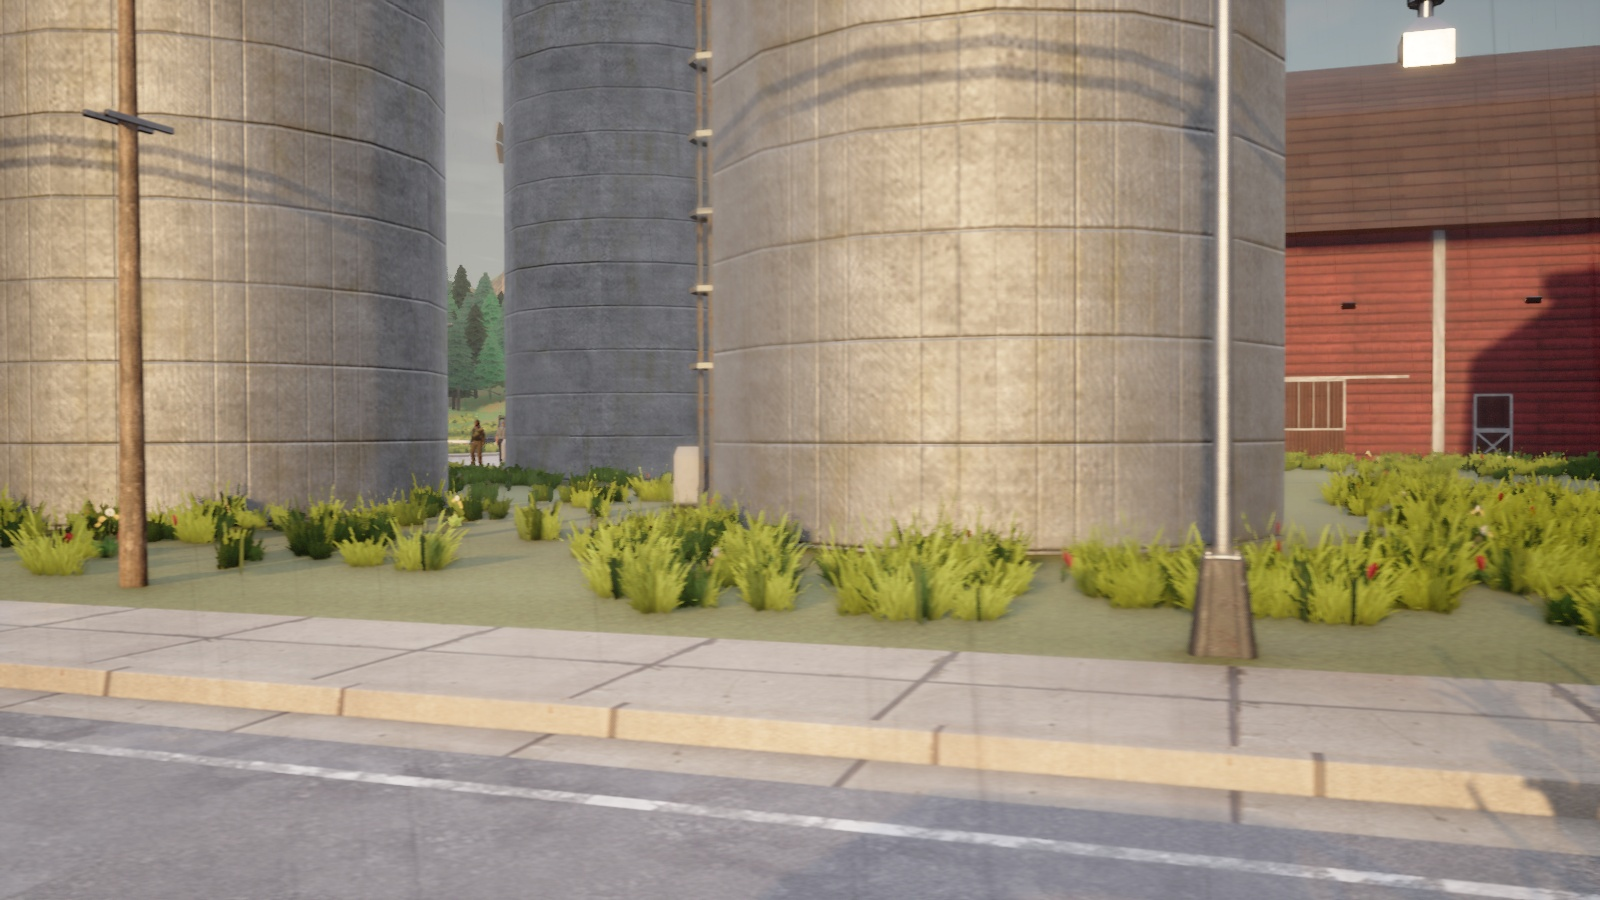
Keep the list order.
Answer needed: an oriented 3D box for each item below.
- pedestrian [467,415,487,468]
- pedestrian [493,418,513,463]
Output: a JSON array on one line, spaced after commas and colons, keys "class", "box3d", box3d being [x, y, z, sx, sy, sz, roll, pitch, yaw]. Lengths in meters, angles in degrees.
[{"class": "pedestrian", "box3d": [-11.991, -0.312, 46.625, 0.395, 1.930, 0.692, 0, 1, 15]}, {"class": "pedestrian", "box3d": [-12.160, -0.390, 51.497, 0.540, 1.848, 0.694, 0, 1, 14]}]
